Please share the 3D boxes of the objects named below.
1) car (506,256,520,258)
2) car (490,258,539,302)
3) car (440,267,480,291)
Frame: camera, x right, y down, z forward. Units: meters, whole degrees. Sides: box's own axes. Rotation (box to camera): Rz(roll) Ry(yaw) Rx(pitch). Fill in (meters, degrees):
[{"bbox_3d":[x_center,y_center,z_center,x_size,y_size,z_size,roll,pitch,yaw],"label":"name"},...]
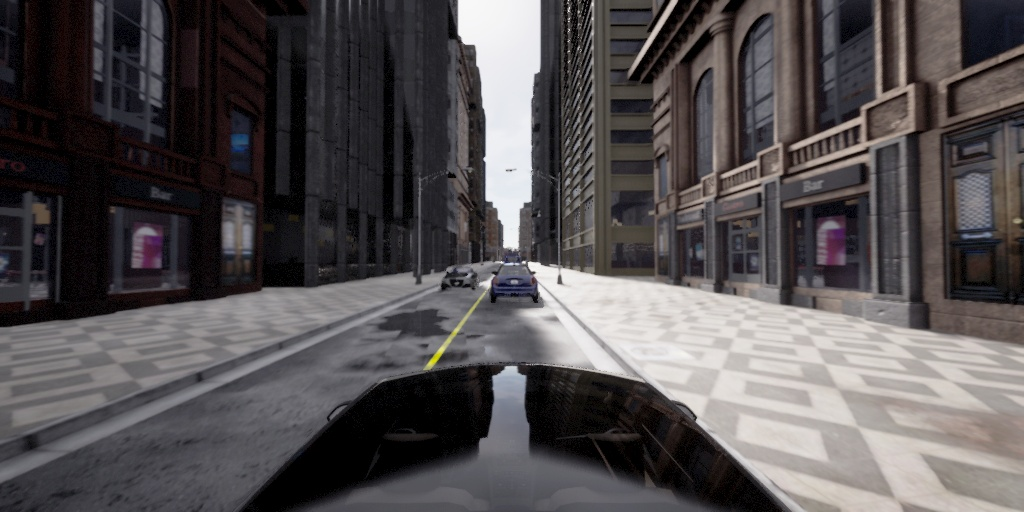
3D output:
[{"bbox_3d":[0.113,1.050,42.261,2.150,2.045,5.566,0,0,0],"label":"car"},{"bbox_3d":[0.106,1.124,17.283,2.097,1.767,4.553,0,0,0],"label":"car"},{"bbox_3d":[-3.089,1.344,22.054,1.994,1.385,4.181,0,0,0],"label":"car"}]
